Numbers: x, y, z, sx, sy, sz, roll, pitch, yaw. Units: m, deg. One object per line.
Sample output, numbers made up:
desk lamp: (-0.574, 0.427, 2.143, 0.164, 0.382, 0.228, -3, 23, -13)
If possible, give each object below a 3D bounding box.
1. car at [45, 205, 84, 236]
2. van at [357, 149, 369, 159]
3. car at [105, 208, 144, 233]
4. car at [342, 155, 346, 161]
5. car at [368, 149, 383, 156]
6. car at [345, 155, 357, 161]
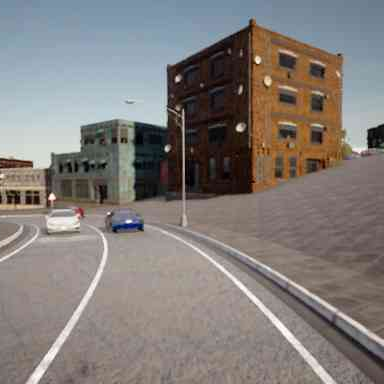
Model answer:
car: (-8.011, 1.789, 20.611, 1.812, 1.442, 4.674, -1, -1, -23)
van: (29.796, -6.111, 55.538, 1.878, 1.987, 4.442, 0, 2, 7)
car: (-4.449, 1.743, 21.497, 1.994, 1.385, 4.181, -1, -1, -21)
car: (31.138, -6.430, 66.583, 2.435, 2.045, 5.566, 0, 1, 7)
car: (29.146, -5.734, 50.188, 2.231, 1.521, 4.892, 0, 2, 7)
car: (30.478, -5.997, 61.144, 2.002, 1.452, 4.674, 0, 1, 7)
